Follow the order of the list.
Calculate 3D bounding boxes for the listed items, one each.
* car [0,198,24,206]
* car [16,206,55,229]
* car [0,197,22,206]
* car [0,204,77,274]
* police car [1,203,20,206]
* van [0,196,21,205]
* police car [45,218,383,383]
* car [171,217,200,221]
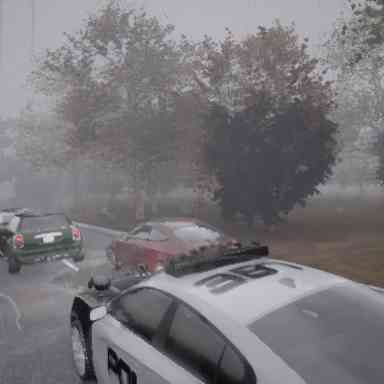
[{"bbox_3d":[-45.724,2.459,83.955,1.946,1.575,5.366,-3,1,43],"label":"car"},{"bbox_3d":[-11.817,1.812,24.907,1.895,1.301,4.718,-4,1,-34],"label":"car"},{"bbox_3d":[-44.494,2.313,81.175,2.185,1.767,4.553,-3,1,42],"label":"car"},{"bbox_3d":[-5.331,1.423,11.394,2.097,1.767,4.553,-4,1,-34],"label":"car"},{"bbox_3d":[-8.773,1.606,16.481,1.930,1.638,5.238,-4,1,-34],"label":"police car"},{"bbox_3d":[-43.151,2.181,78.500,1.878,1.987,4.442,-2,1,42],"label":"van"},{"bbox_3d":[0.211,1.345,3.229,1.930,1.638,5.238,-4,2,-34],"label":"police car"},{"bbox_3d":[-0.625,1.377,8.386,1.812,1.442,4.674,-4,2,-34],"label":"car"}]
